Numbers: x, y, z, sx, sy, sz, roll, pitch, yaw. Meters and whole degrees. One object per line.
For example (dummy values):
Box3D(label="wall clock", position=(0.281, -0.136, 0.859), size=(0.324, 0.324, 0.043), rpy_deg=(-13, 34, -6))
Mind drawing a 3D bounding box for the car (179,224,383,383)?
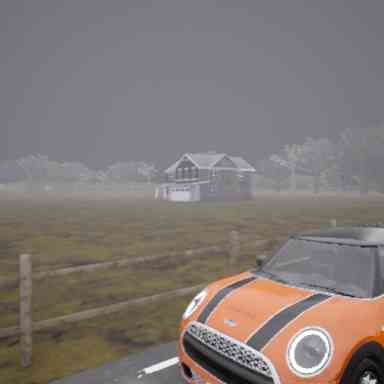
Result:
Box3D(label="car", position=(2.026, 1.338, 4.578), size=(4.553, 1.767, 2.097), rpy_deg=(-1, 0, -37))
